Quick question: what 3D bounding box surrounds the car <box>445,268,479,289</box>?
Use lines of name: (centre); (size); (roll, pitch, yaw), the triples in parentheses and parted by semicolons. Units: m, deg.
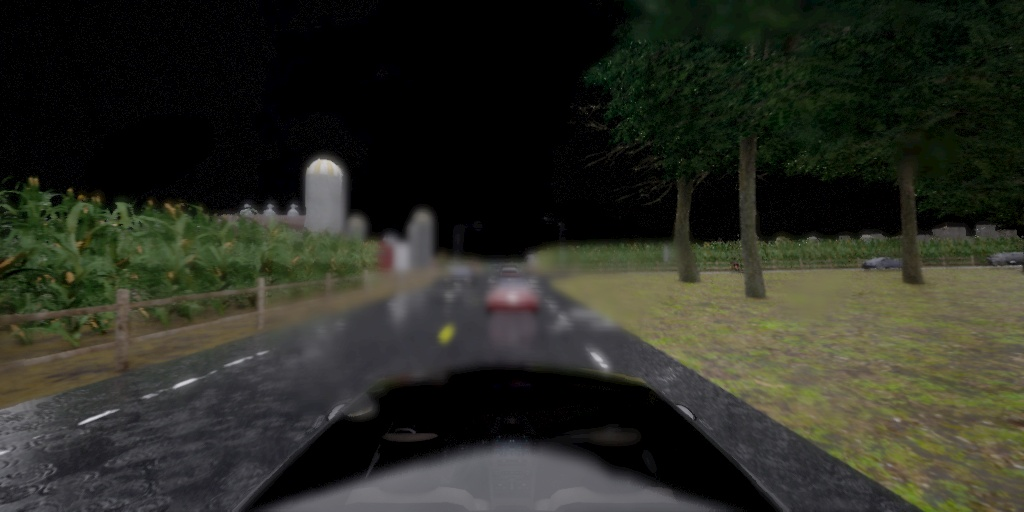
car: (-3.526, 1.600, 26.214); (2.033, 1.411, 5.357); (0, -1, 1)

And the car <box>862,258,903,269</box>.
car: (43.865, 0.867, 42.123); (4.181, 1.385, 1.994); (-1, -2, 0)

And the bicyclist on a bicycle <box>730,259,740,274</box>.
bicyclist on a bicycle: (24.267, 1.097, 39.046); (0.582, 1.620, 1.656); (-1, -1, 0)

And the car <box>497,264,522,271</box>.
car: (0.037, 1.597, 29.250); (1.837, 1.490, 4.892); (0, 0, 0)

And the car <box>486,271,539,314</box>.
car: (0.045, 1.471, 14.637); (1.994, 1.385, 4.181); (0, -1, 1)
